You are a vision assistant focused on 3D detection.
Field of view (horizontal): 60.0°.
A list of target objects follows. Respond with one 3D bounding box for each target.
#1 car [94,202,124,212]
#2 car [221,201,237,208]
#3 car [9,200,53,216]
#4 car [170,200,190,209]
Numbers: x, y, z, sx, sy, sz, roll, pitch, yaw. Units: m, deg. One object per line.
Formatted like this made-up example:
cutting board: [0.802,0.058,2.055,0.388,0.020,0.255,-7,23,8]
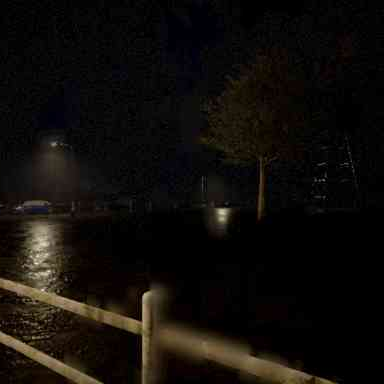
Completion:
car: [-11.994,2.178,48.345,1.812,1.442,4.674,-2,-2,35]
car: [7.709,2.628,69.464,1.994,1.385,4.181,-2,-2,36]
car: [-18.816,1.806,38.854,2.097,1.767,4.553,-2,-2,36]
car: [-2.441,2.287,61.562,2.097,1.767,4.553,-2,-2,36]
